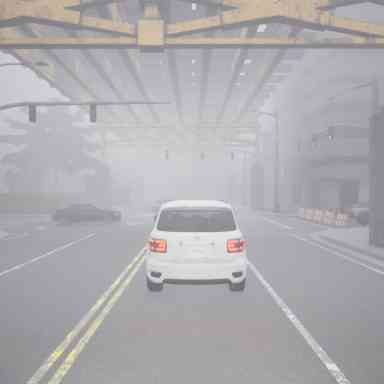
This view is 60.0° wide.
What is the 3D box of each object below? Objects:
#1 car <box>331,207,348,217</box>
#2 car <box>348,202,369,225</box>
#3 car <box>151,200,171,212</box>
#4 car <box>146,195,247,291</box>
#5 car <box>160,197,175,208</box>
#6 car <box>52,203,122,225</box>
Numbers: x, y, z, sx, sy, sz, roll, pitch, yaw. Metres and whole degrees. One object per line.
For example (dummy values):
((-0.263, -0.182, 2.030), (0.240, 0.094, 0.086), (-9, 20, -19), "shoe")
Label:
((13.656, 1.295, 26.292), (4.536, 1.218, 1.853), (0, 0, 25), "car")
((13.279, 1.453, 22.155), (4.974, 1.542, 2.038), (0, 0, -20), "car")
((-3.567, 1.601, 39.116), (1.895, 1.301, 4.718), (0, 0, 0), "car")
((0.086, 1.221, 9.111), (2.150, 2.045, 5.566), (0, 0, 0), "car")
((-3.551, 1.526, 49.064), (1.812, 1.442, 4.674), (0, 0, 0), "car")
((-7.371, 1.525, 23.522), (4.674, 1.442, 1.812), (0, 0, -11), "car")
